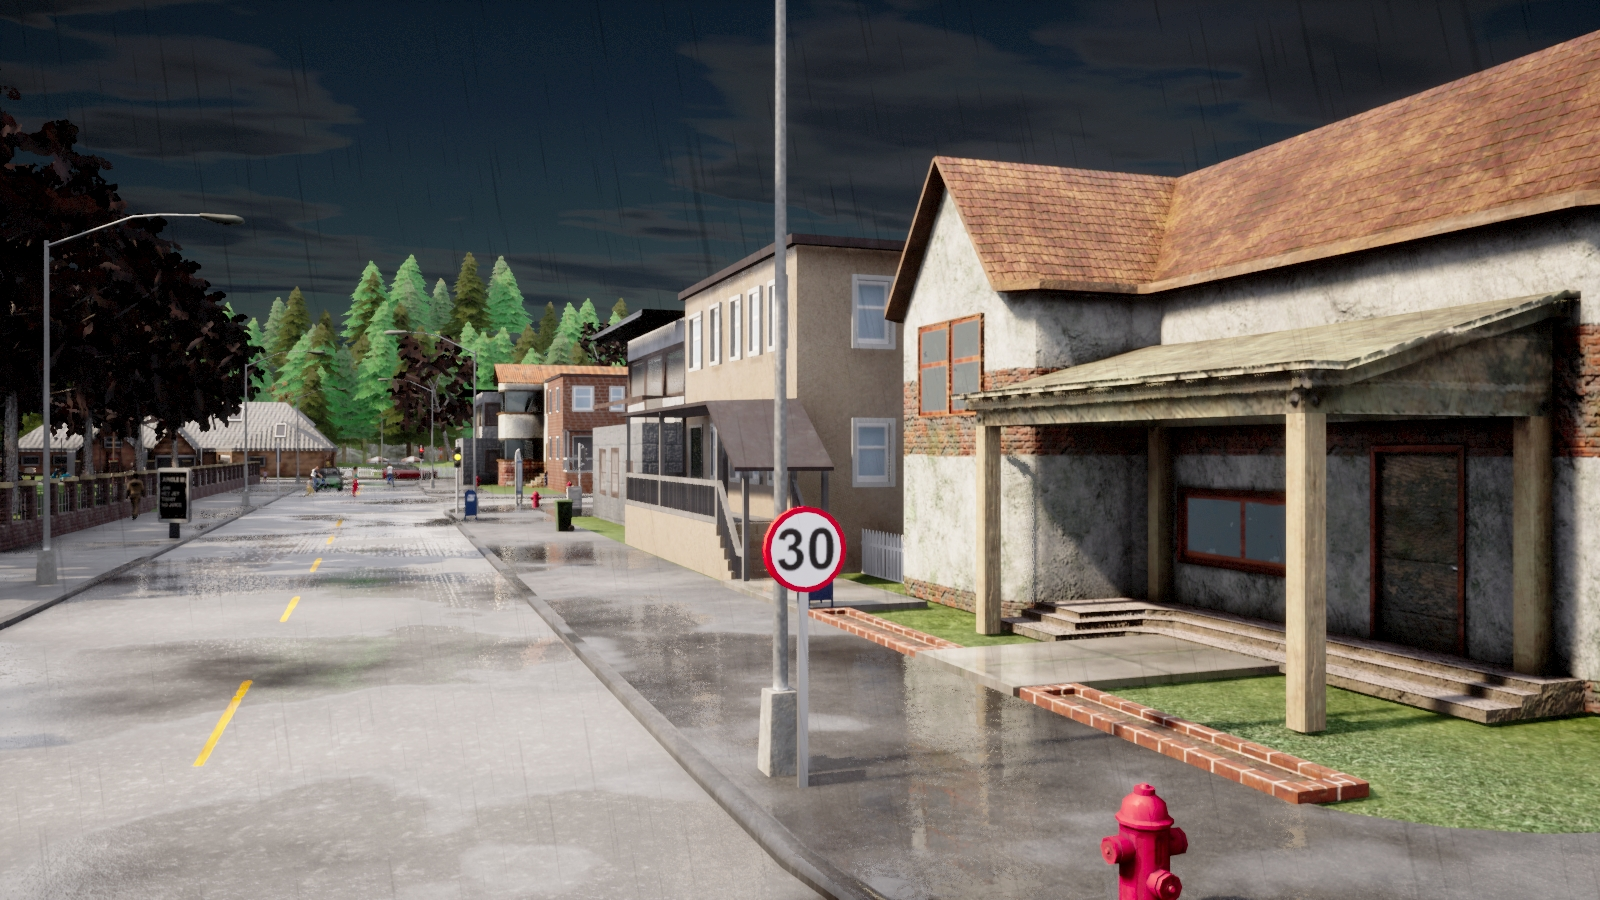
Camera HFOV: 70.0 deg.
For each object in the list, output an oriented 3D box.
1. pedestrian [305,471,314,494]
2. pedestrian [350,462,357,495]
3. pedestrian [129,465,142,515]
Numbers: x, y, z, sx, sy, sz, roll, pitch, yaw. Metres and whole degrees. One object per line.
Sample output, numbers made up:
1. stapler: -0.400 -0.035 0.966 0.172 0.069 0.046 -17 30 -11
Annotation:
1. pedestrian: -28.770 1.908 66.966 0.375 1.300 0.375 0 0 1
2. pedestrian: -25.685 1.628 65.691 0.375 1.860 0.375 0 0 -26
3. pedestrian: -25.406 1.525 43.688 0.375 1.860 0.375 0 0 -20
